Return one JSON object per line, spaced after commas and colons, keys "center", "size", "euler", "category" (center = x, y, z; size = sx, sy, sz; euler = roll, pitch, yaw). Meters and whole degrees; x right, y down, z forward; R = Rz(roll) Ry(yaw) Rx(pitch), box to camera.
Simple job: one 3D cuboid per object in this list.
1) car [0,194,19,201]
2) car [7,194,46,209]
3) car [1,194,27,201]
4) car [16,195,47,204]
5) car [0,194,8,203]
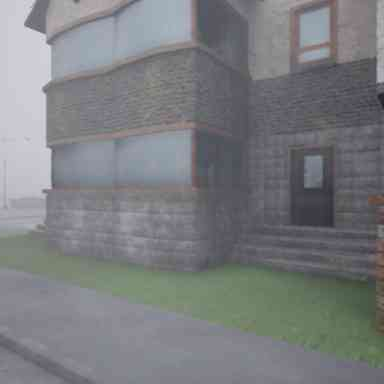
{"center": [-44.600, 1.325, 80.418], "size": [2.007, 1.523, 4.514], "euler": [0, 0, 35], "category": "car"}
{"center": [-19.147, 1.299, 39.684], "size": [2.007, 1.523, 4.514], "euler": [0, 0, 35], "category": "car"}
{"center": [-42.016, 1.317, 78.639], "size": [2.152, 1.636, 5.027], "euler": [0, 0, 35], "category": "car"}
{"center": [-28.715, 1.292, 59.677], "size": [2.007, 1.523, 4.514], "euler": [0, 0, 35], "category": "car"}
{"center": [-36.827, 1.310, 65.513], "size": [1.845, 1.501, 3.633], "euler": [0, 0, 35], "category": "car"}
